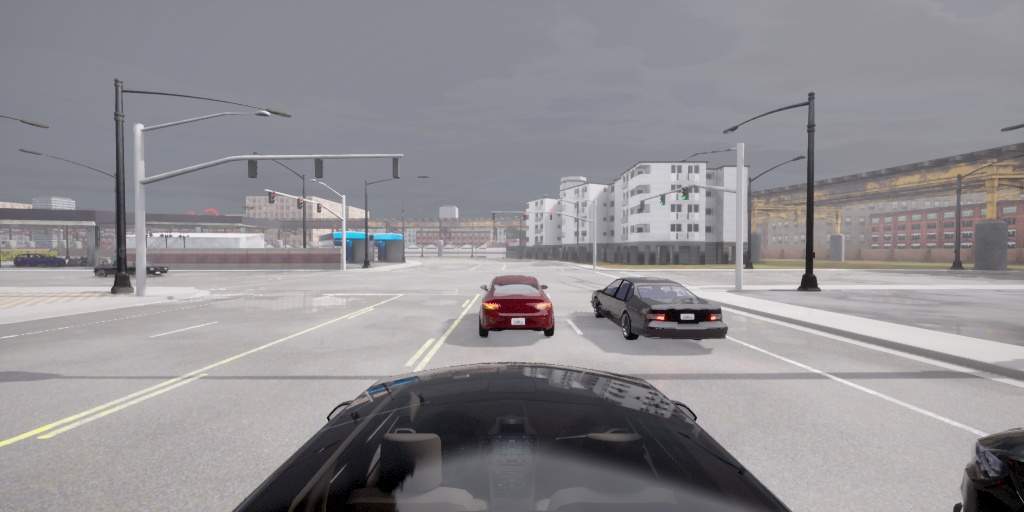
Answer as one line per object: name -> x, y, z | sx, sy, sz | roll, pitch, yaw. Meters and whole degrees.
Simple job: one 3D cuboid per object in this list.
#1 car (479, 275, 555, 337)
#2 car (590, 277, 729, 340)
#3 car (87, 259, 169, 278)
car -> 0.077, 1.256, 10.139 | 1.812, 1.442, 4.674 | 0, 0, -1
car -> 3.588, 1.282, 9.852 | 2.033, 1.411, 5.357 | 0, 0, 0
car -> -32.264, 1.133, 30.386 | 4.718, 1.301, 1.895 | 0, 1, -1
